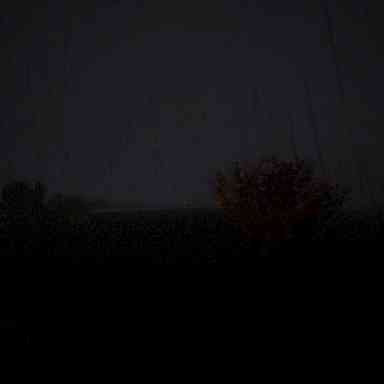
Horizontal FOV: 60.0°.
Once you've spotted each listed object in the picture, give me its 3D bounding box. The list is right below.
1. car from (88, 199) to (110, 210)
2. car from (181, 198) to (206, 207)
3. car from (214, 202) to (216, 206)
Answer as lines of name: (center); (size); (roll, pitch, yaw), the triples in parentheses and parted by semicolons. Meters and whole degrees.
car: (-13.572, 1.754, 46.050); (1.837, 1.490, 4.892); (-1, -1, 36)
car: (0.595, 2.012, 59.508); (1.895, 1.301, 4.718); (-1, -1, 36)
car: (6.478, 1.887, 67.787); (2.097, 1.767, 4.553); (-1, -1, 36)
